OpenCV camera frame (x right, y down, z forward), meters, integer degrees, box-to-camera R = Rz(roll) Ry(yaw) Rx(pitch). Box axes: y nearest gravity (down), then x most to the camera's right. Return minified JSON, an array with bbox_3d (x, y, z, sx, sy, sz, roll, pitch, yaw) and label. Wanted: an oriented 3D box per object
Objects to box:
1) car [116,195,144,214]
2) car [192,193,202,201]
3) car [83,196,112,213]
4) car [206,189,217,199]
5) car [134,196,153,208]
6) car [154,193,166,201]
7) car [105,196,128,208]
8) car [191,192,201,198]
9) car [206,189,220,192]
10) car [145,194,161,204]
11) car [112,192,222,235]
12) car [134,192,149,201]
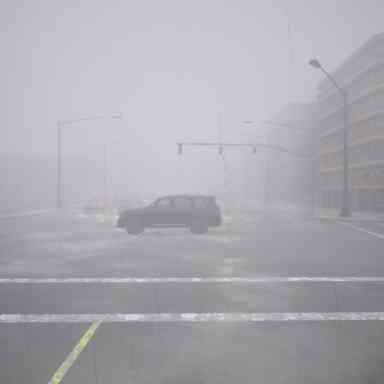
[{"bbox_3d":[-6.323,1.226,34.571,2.097,1.767,4.553,0,1,0],"label":"car"},{"bbox_3d":[0.880,0.959,65.843,1.895,1.301,4.718,0,1,0],"label":"car"},{"bbox_3d":[-9.821,1.225,34.915,2.097,1.767,4.553,0,1,0],"label":"car"},{"bbox_3d":[4.412,0.428,75.716,2.150,2.045,5.566,0,1,0],"label":"car"},{"bbox_3d":[-6.293,1.277,43.453,1.812,1.442,4.674,0,1,0],"label":"car"},{"bbox_3d":[-6.163,0.976,64.889,1.895,1.301,4.718,0,1,1],"label":"car"},{"bbox_3d":[-9.793,1.314,43.557,1.994,1.385,4.181,0,1,0],"label":"car"},{"bbox_3d":[0.912,0.649,75.820,2.033,1.411,5.357,0,1,0],"label":"car"},{"bbox_3d":[4.478,0.593,65.100,2.150,2.045,5.566,0,1,0],"label":"car"},{"bbox_3d":[-6.250,1.062,53.849,2.128,1.511,4.902,0,1,0],"label":"car"},{"bbox_3d":[-1.158,1.189,18.010,5.566,2.045,2.150,0,0,-1],"label":"car"},{"bbox_3d":[-9.671,0.884,63.997,2.128,1.511,4.902,0,1,1],"label":"car"}]
